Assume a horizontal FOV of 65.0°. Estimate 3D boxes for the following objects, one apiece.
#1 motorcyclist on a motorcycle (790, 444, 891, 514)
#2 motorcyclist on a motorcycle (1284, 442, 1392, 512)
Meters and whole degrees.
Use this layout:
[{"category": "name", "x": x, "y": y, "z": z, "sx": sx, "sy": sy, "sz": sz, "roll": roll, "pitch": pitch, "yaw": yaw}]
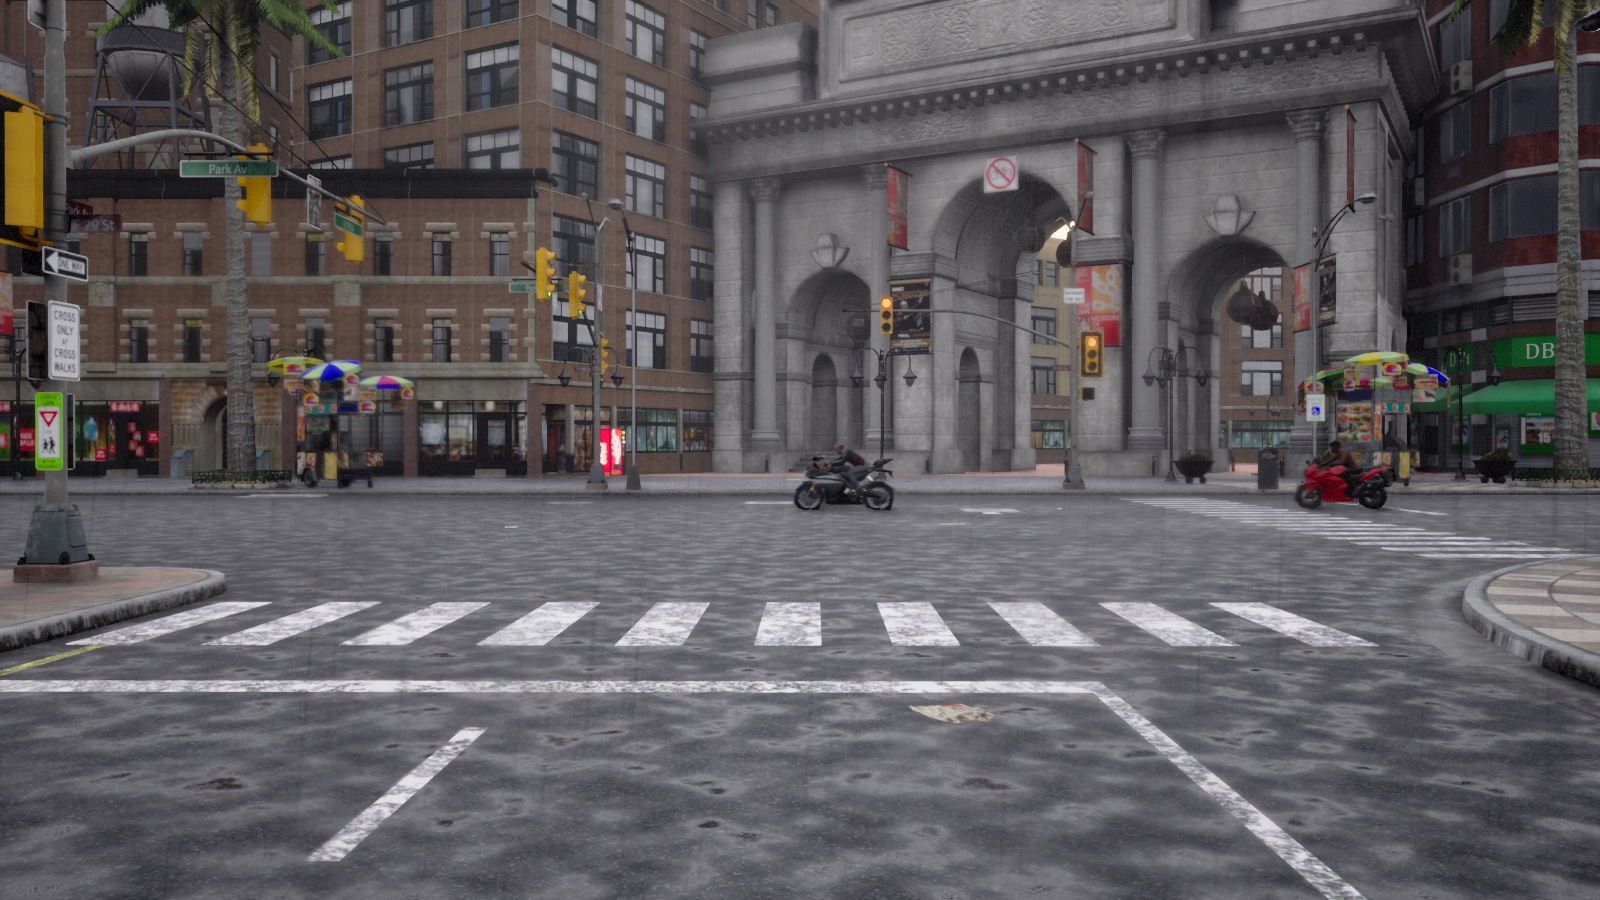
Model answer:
[{"category": "motorcyclist on a motorcycle", "x": 0.890, "y": 0.625, "z": 27.802, "sx": 2.191, "sy": 1.530, "sz": 0.866, "roll": 0, "pitch": 0, "yaw": 1}, {"category": "motorcyclist on a motorcycle", "x": 11.829, "y": 0.582, "z": 27.647, "sx": 2.044, "sy": 1.523, "sz": 0.797, "roll": 0, "pitch": 0, "yaw": 1}]
